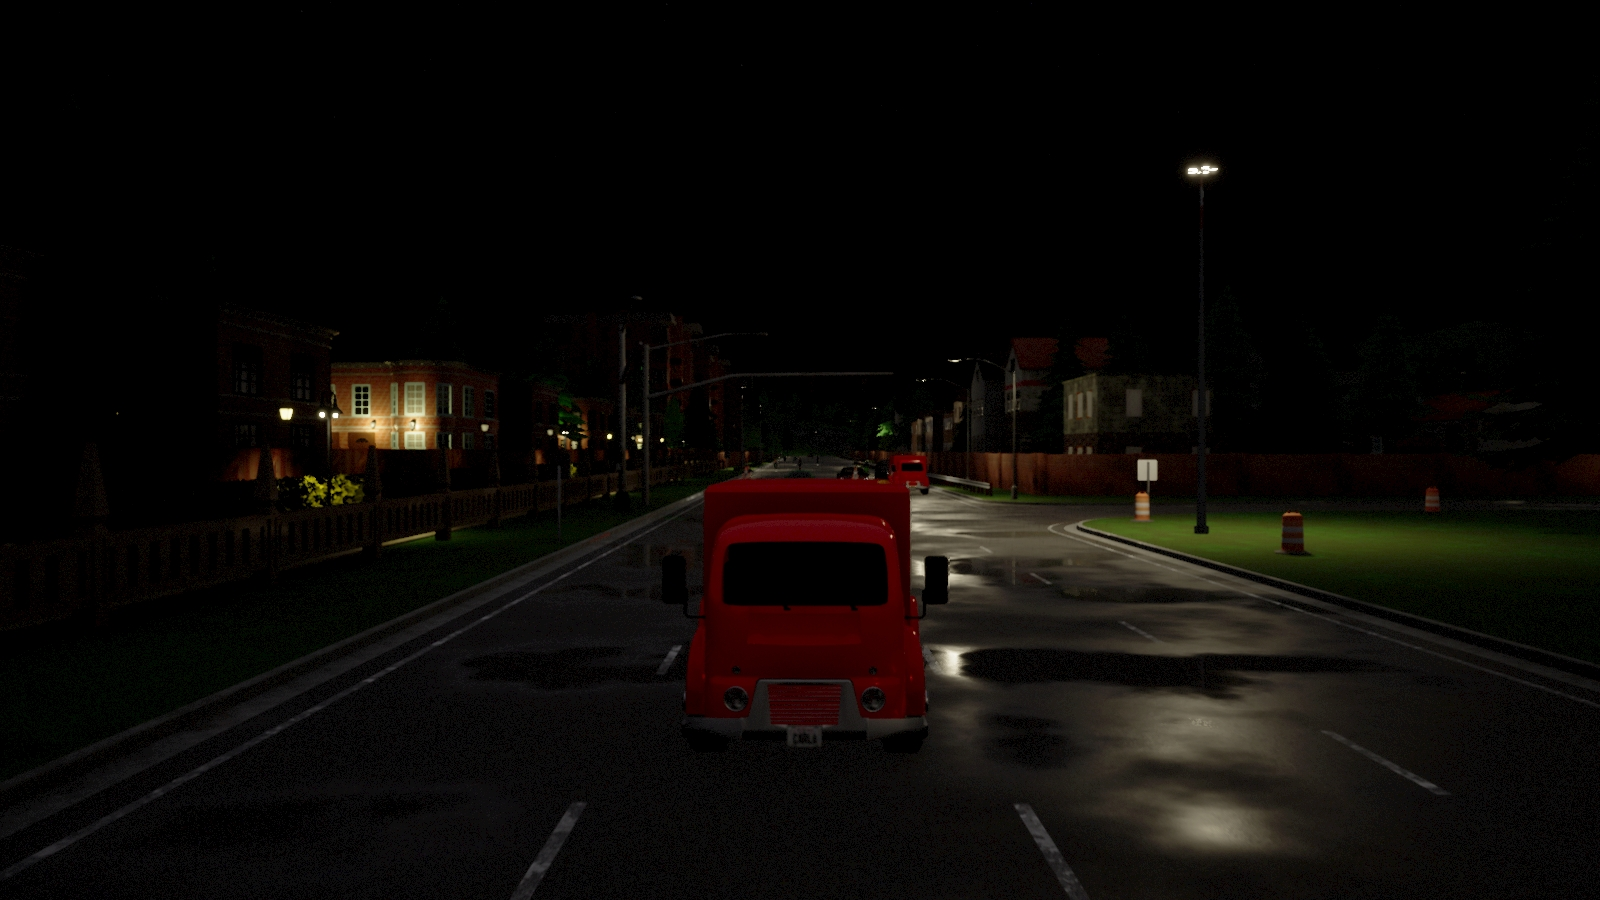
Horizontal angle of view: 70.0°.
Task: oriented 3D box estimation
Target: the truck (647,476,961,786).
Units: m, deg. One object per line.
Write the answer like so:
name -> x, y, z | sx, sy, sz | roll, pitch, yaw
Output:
truck -> 0.078, 1.569, 12.158 | 2.627, 2.467, 5.204 | 0, 0, 1
